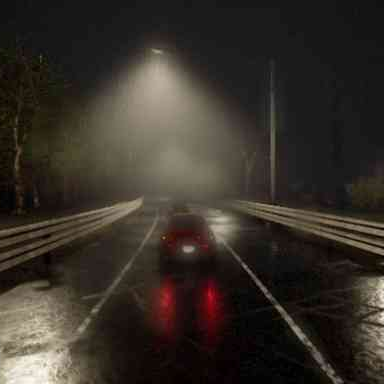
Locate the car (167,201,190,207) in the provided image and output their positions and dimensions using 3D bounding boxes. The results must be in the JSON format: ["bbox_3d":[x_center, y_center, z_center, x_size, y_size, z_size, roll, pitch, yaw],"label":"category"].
[{"bbox_3d":[-1.097,1.460,27.453,1.812,1.442,4.674,0,0,-5],"label":"car"}]

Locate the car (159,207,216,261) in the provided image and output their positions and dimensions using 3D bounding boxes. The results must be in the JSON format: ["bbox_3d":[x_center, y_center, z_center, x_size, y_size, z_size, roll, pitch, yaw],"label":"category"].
[{"bbox_3d":[-0.200,1.501,12.055,1.812,1.442,4.674,0,0,-2],"label":"car"}]
